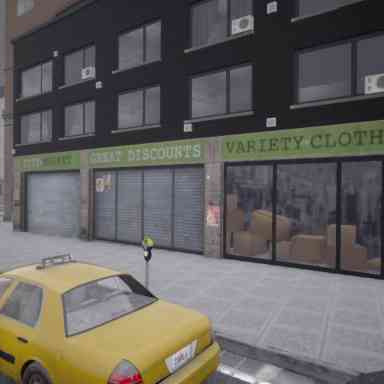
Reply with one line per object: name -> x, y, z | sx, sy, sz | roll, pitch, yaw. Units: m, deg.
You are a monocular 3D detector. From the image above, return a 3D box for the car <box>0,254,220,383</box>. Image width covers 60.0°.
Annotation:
car -> -1.980, 1.524, 4.494 | 4.829, 1.417, 1.752 | 0, 1, 35

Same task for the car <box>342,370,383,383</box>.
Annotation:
car -> 2.712, 1.551, 1.160 | 4.403, 1.369, 2.008 | 0, 1, 35
